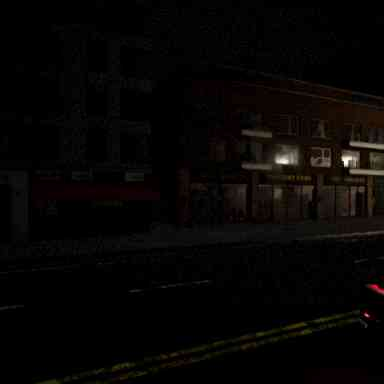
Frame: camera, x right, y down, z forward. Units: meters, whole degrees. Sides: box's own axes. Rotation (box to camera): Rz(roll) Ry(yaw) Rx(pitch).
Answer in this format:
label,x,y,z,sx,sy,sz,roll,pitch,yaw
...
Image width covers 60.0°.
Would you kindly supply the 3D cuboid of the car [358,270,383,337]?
label,x,y,z,sx,sy,sz,roll,pitch,yaw
car,4.690,1.499,4.973,4.902,1.511,2.128,0,0,-26
